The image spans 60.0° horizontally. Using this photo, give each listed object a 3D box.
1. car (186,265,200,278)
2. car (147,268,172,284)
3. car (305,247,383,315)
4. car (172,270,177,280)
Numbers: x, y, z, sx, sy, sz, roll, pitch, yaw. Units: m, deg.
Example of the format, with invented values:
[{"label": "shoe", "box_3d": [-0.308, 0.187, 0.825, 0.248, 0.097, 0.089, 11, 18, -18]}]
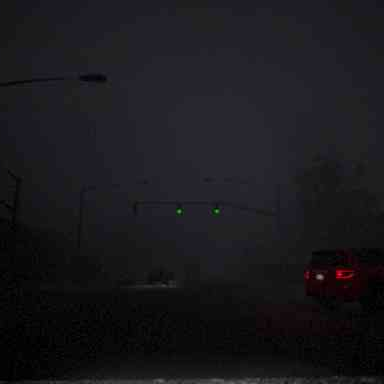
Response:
[{"label": "car", "box_3d": [0.191, 13.473, 56.342, 2.150, 2.045, 5.566, 0, -13, 0]}, {"label": "car", "box_3d": [-3.487, 8.728, 34.699, 1.882, 1.535, 5.008, 0, -13, 0]}, {"label": "car", "box_3d": [6.613, 3.042, 11.728, 5.566, 2.045, 2.150, 5, -15, -22]}, {"label": "car", "box_3d": [-3.430, 11.069, 44.379, 1.994, 1.385, 4.181, 0, -13, 0]}]
